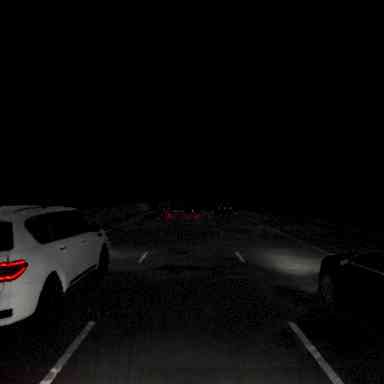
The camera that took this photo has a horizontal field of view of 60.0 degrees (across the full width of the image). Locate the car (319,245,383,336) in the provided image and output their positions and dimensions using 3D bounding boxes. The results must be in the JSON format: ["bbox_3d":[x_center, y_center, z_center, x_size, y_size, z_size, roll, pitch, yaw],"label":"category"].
[{"bbox_3d":[3.597,1.538,5.125,2.128,1.511,4.902,0,0,0],"label":"car"}]

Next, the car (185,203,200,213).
[{"bbox_3d":[0.073,1.971,41.834,1.895,1.301,4.718,0,-1,0],"label":"car"}]

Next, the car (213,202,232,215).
[{"bbox_3d":[3.574,1.893,39.186,2.033,1.411,5.357,0,0,0],"label":"car"}]

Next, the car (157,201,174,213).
[{"bbox_3d":[-3.428,1.912,43.234,1.812,1.442,4.674,0,-1,0],"label":"car"}]

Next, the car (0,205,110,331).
[{"bbox_3d":[-3.404,1.286,7.133,2.150,2.045,5.566,0,0,0],"label":"car"}]

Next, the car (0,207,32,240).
[{"bbox_3d":[-10.611,1.661,17.756,1.837,1.490,4.892,0,0,0],"label":"car"}]
